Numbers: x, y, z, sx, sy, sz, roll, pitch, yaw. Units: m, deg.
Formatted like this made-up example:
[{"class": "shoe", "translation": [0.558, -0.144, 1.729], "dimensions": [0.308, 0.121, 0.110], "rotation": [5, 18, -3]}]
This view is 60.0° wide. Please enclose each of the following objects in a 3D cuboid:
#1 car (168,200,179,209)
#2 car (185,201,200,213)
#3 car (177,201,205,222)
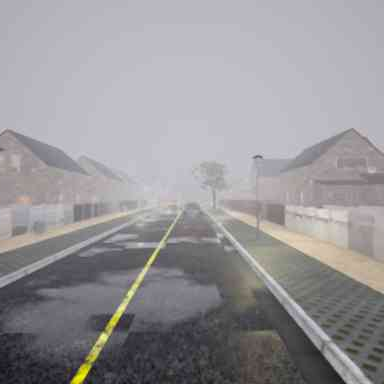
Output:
[{"class": "car", "translation": [-2.877, 2.001, 54.665], "dimensions": [1.882, 1.535, 5.008], "rotation": [0, -1, 0]}, {"class": "car", "translation": [0.048, 1.958, 44.681], "dimensions": [1.994, 1.385, 4.181], "rotation": [0, -1, 0]}, {"class": "car", "translation": [0.066, 1.708, 28.756], "dimensions": [2.128, 1.511, 4.902], "rotation": [0, -1, 0]}]
